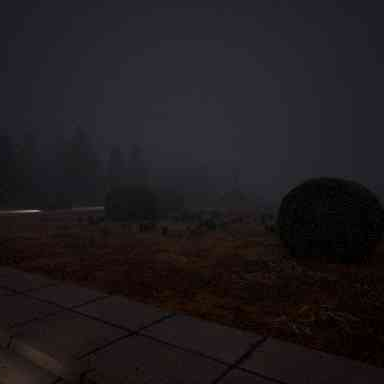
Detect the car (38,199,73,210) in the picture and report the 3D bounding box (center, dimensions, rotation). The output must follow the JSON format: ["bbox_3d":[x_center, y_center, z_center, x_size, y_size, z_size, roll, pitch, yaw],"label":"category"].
[{"bbox_3d":[-17.059,1.555,41.727,1.994,1.385,4.181,0,0,37],"label":"car"}]
